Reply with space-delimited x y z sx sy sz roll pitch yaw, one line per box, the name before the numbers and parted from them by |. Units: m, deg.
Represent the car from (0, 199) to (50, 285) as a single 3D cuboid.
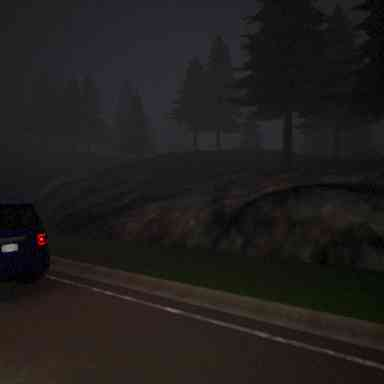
car | -5.743 1.192 8.243 5.566 2.045 2.150 0 0 37
